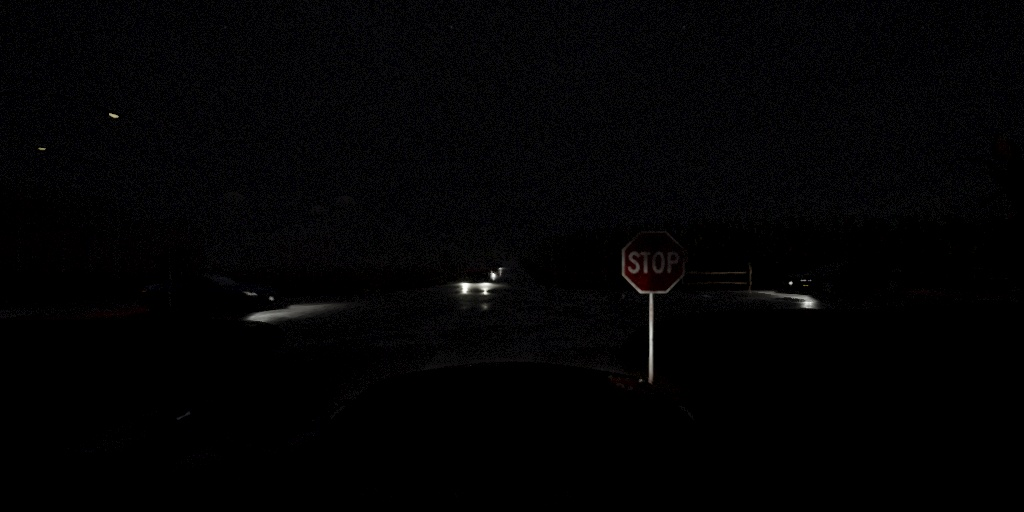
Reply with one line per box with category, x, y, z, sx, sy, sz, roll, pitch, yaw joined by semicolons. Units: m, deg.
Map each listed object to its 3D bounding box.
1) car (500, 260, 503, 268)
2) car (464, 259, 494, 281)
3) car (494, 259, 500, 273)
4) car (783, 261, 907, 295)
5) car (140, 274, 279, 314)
car;-2.720;1.273;62.466;1.837;1.490;4.892;0;-1;1
car;-2.819;1.222;29.655;1.882;1.535;5.008;0;0;0
car;-2.808;1.307;44.107;1.994;1.385;4.181;0;0;-1
car;15.605;0.994;16.954;4.892;1.490;1.837;-1;0;0
car;-11.830;1.421;14.154;4.674;1.442;1.812;-1;0;0
